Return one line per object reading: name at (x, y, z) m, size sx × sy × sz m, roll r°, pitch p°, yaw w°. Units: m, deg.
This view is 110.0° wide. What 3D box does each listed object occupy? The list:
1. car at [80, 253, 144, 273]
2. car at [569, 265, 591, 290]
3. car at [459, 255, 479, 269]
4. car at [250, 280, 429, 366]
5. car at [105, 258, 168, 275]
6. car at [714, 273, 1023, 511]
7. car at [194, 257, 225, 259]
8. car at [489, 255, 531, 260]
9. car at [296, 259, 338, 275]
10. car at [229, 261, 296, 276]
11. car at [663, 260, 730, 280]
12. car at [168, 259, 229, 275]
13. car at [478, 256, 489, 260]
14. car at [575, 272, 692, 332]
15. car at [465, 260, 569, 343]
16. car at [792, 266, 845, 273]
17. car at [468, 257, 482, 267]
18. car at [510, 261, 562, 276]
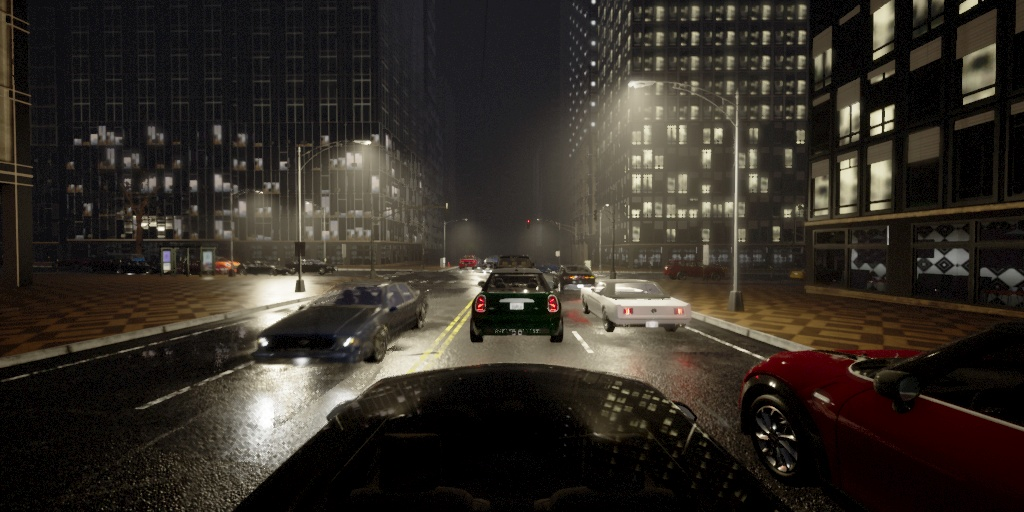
car at (-39.386, 0.762, 35.813) m, size 4.553 × 1.767 × 2.097 m, roll 1°, pitch 1°, yaw 1°
car at (3.369, 1.244, 20.053) m, size 1.837 × 1.490 × 4.892 m, roll 0°, pitch 0°, yaw 0°
car at (-6.543, 0.932, 53.938) m, size 2.150 × 2.045 × 5.566 m, roll 0°, pitch 0°, yaw 0°
car at (-3.347, 1.295, 8.355) m, size 2.033 × 1.411 × 5.357 m, roll 0°, pitch 0°, yaw 0°
car at (-34.063, 1.067, 33.062) m, size 4.313 × 1.339 × 1.948 m, roll 0°, pitch 0°, yaw 1°
car at (3.350, 1.102, 1.778) m, size 2.097 × 1.767 × 4.553 m, roll 0°, pitch 0°, yaw 0°
car at (-29.392, 0.853, 35.593) m, size 4.553 × 1.767 × 2.097 m, roll 1°, pitch 1°, yaw 1°
car at (0.118, 0.962, 19.560) m, size 2.150 × 2.045 × 5.566 m, roll 0°, pitch 0°, yaw 0°
car at (-19.774, 1.080, 35.389) m, size 4.902 × 1.511 × 2.128 m, roll 1°, pitch 1°, yaw 1°
car at (-22.699, 1.172, 32.744) m, size 4.313 × 1.339 × 1.948 m, roll 0°, pitch 0°, yaw 1°
car at (16.225, 1.267, 32.175) m, size 5.009 × 1.841 × 2.192 m, roll 0°, pitch 0°, yaw 1°
car at (-28.383, 1.136, 32.883) m, size 4.207 × 1.307 × 1.802 m, roll 0°, pitch 0°, yaw 1°
car at (-3.291, 1.204, 52.402) m, size 2.128 × 1.511 × 4.902 m, roll 0°, pitch 0°, yaw 0°
car at (3.360, 1.347, 10.796) m, size 1.895 × 1.301 × 4.718 m, roll 0°, pitch 0°, yaw 0°
car at (0.108, 1.098, 9.848) m, size 2.097 × 1.767 × 4.553 m, roll 0°, pitch 0°, yaw 0°
car at (27.673, 1.577, 31.966) m, size 4.829 × 1.417 × 1.751 m, roll 0°, pitch 0°, yaw 1°
car at (-6.497, 1.051, 63.536) m, size 2.097 × 1.767 × 4.553 m, roll 0°, pitch 0°, yaw 0°
car at (2.484, 1.285, 38.186) m, size 5.357 × 1.411 × 2.033 m, roll 1°, pitch 1°, yaw 1°
